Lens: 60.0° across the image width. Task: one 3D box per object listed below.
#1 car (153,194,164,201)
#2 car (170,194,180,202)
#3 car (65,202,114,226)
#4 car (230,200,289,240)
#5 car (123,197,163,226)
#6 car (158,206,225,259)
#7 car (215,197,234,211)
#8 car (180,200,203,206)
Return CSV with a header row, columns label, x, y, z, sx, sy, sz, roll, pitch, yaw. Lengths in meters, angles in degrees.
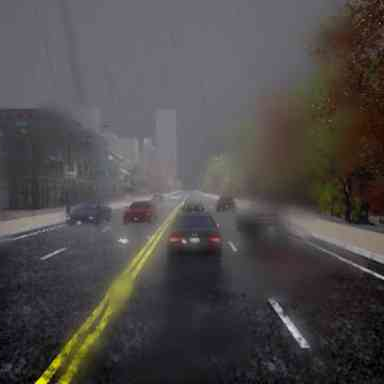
label,x,y,z,sx,sy,sz,roll,pitch,yaw
car,-6.471,1.078,64.356,2.128,1.511,4.902,0,0,0
car,-3.221,1.103,64.355,1.812,1.442,4.674,0,0,0
car,-6.588,1.399,22.053,2.033,1.411,5.357,0,0,0
car,3.359,1.383,16.441,2.128,1.511,4.902,0,0,0
car,-3.336,1.328,22.367,1.882,1.535,5.008,0,0,0
car,0.106,1.466,12.267,2.033,1.411,5.357,0,0,0
car,3.371,1.255,33.608,1.882,1.535,5.008,0,0,0
car,0.119,1.397,30.592,1.895,1.301,4.718,0,0,0
